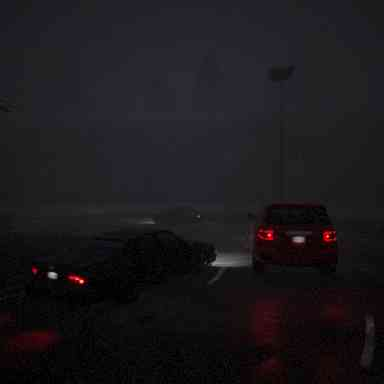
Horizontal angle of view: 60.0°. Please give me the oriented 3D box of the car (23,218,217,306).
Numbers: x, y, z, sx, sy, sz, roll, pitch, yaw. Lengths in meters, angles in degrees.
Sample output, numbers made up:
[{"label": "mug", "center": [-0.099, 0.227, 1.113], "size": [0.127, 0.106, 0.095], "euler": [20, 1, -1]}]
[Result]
[{"label": "car", "center": [-1.338, 1.641, 8.461], "size": [2.033, 1.411, 5.357], "euler": [-1, 0, 32]}]

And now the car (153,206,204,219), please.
[{"label": "car", "center": [-1.091, 1.814, 25.985], "size": [4.181, 1.385, 1.994], "euler": [-1, -1, 37]}]

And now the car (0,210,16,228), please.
[{"label": "car", "center": [-15.400, 1.936, 24.603], "size": [4.181, 1.385, 1.994], "euler": [0, -1, -19]}]

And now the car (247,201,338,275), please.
[{"label": "car", "center": [3.041, 1.295, 10.905], "size": [2.150, 2.045, 5.566], "euler": [0, 0, 8]}]
